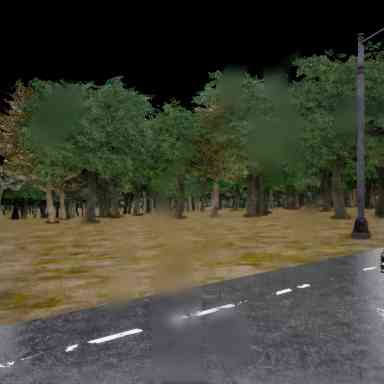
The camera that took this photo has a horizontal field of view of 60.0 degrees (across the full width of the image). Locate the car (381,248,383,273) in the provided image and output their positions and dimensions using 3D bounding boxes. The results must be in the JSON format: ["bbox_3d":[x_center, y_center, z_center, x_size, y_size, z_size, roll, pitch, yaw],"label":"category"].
[{"bbox_3d":[6.970,1.488,8.966,4.902,1.511,2.128,0,0,-35],"label":"car"}]
